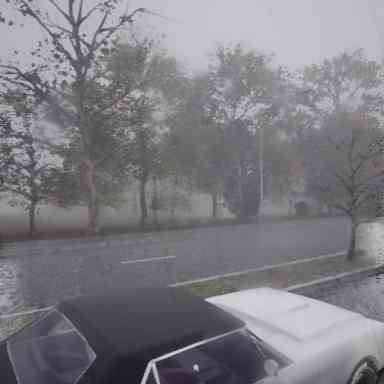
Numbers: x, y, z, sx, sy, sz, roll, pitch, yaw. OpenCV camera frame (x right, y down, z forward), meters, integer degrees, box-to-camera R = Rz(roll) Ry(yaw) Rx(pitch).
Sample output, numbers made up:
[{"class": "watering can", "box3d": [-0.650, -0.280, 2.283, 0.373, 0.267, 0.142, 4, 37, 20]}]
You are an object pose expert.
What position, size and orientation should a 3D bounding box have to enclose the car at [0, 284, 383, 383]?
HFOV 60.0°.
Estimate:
[{"class": "car", "box3d": [-0.097, 1.612, 3.065, 4.718, 1.301, 1.895, 0, 0, -36]}]
